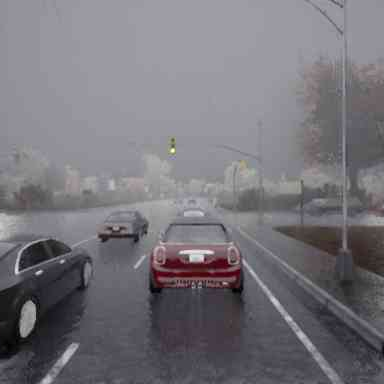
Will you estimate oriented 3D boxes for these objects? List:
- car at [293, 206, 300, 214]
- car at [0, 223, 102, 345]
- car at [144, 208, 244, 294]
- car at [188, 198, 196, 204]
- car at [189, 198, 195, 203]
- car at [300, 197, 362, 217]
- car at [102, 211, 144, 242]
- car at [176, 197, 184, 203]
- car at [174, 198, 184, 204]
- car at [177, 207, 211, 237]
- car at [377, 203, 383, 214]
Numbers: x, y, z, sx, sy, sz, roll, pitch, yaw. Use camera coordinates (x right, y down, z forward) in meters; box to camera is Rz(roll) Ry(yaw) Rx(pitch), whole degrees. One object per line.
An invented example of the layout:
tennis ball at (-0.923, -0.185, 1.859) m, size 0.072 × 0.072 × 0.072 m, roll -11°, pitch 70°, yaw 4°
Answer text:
car at (13.990, 1.844, 37.747) m, size 4.892 × 1.490 × 1.837 m, roll 0°, pitch -1°, yaw 3°
car at (-3.399, 1.564, 6.446) m, size 1.837 × 1.490 × 4.892 m, roll 0°, pitch 0°, yaw 0°
car at (0.100, 1.435, 9.160) m, size 2.097 × 1.767 × 4.553 m, roll 0°, pitch 0°, yaw 0°
car at (0.011, 2.244, 82.790) m, size 1.837 × 1.490 × 4.892 m, roll 0°, pitch -1°, yaw 0°
car at (0.053, 2.361, 93.144) m, size 1.812 × 1.442 × 4.674 m, roll 0°, pitch -1°, yaw 1°
car at (14.469, 1.529, 34.215) m, size 5.566 × 2.045 × 2.150 m, roll 0°, pitch -1°, yaw 3°
car at (-3.419, 1.704, 17.336) m, size 2.033 × 1.411 × 5.357 m, roll 0°, pitch 0°, yaw -1°
car at (-3.448, 2.239, 93.137) m, size 1.994 × 1.385 × 4.181 m, roll 0°, pitch -1°, yaw 1°
car at (-3.488, 2.291, 83.110) m, size 1.994 × 1.385 × 4.181 m, roll 0°, pitch -1°, yaw 0°
car at (0.103, 1.708, 20.166) m, size 1.812 × 1.442 × 4.674 m, roll 0°, pitch -1°, yaw 0°
car at (23.824, 1.547, 37.216) m, size 5.566 × 2.045 × 2.150 m, roll 0°, pitch -1°, yaw 3°
